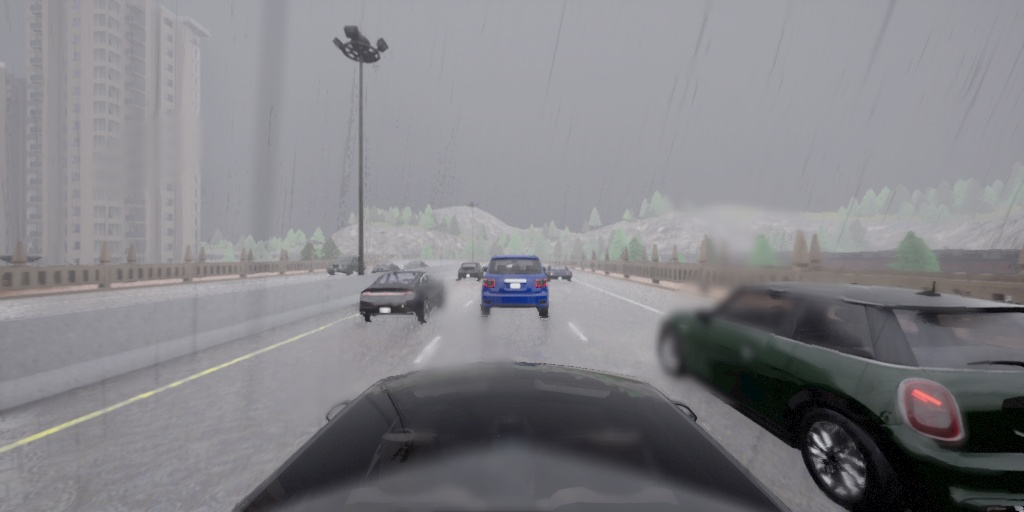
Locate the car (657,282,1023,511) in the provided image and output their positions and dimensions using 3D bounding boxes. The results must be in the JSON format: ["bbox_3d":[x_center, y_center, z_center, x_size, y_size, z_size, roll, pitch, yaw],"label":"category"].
[{"bbox_3d":[3.598,1.102,4.473,2.097,1.767,4.553,0,0,0],"label":"car"}]

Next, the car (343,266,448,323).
[{"bbox_3d":[-3.403,1.243,12.042,2.128,1.511,4.902,0,0,0],"label":"car"}]

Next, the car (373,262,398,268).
[{"bbox_3d":[-14.099,1.356,40.282,1.994,1.385,4.181,0,0,0],"label":"car"}]

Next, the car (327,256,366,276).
[{"bbox_3d":[-17.606,1.007,38.485,2.150,2.045,5.566,0,0,0],"label":"car"}]

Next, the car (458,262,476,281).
[{"bbox_3d":[-3.409,1.275,30.277,1.837,1.490,4.892,0,0,0],"label":"car"}]

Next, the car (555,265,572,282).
[{"bbox_3d":[3.592,1.370,29.055,1.895,1.301,4.718,0,0,0],"label":"car"}]

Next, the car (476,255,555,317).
[{"bbox_3d":[0.096,0.974,13.266,2.150,2.045,5.566,0,0,0],"label":"car"}]

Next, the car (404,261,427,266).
[{"bbox_3d":[-10.604,1.297,39.449,1.837,1.490,4.892,0,-1,0],"label":"car"}]
